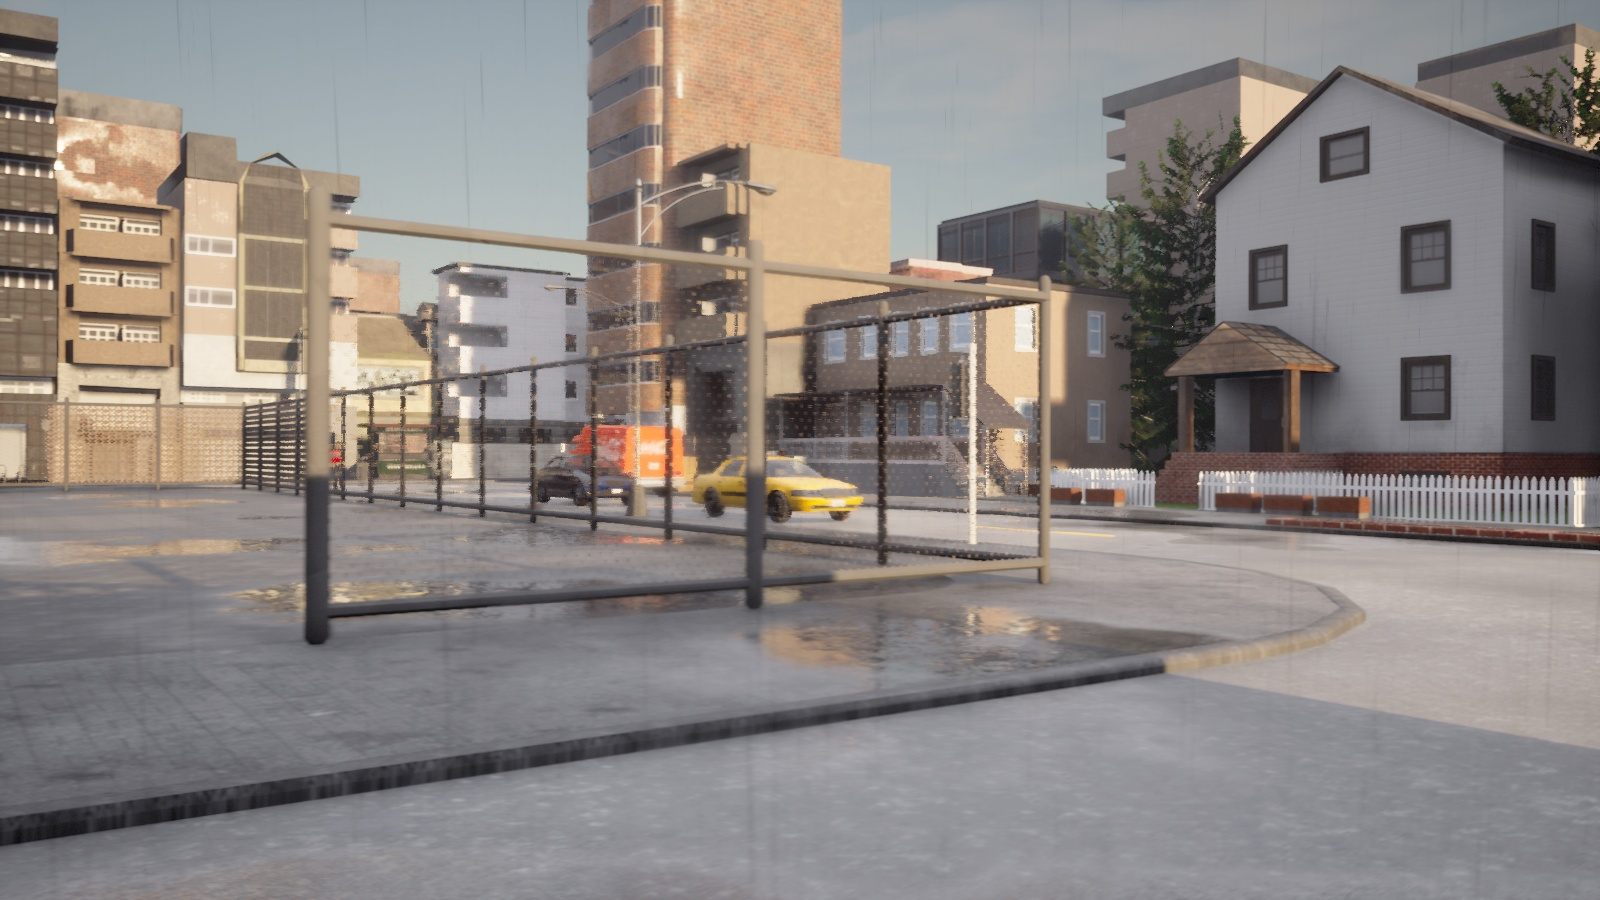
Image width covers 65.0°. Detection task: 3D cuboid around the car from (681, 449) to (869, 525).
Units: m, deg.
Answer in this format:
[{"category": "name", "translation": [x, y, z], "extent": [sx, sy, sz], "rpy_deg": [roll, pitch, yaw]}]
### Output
[{"category": "car", "translation": [-0.711, 0.780, 28.867], "extent": [1.801, 1.575, 5.366], "rpy_deg": [0, 0, -32]}]

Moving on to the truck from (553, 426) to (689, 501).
[{"category": "truck", "translation": [-6.342, 0.420, 43.909], "extent": [2.627, 2.467, 5.204], "rpy_deg": [0, 0, -35]}]

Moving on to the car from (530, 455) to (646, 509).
[{"category": "car", "translation": [-6.272, 0.886, 36.828], "extent": [1.816, 1.474, 4.193], "rpy_deg": [0, 0, -33]}]

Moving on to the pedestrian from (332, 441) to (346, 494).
[{"category": "pedestrian", "translation": [-16.056, 0.613, 43.713], "extent": [0.331, 1.846, 0.636], "rpy_deg": [0, 0, -34]}]
